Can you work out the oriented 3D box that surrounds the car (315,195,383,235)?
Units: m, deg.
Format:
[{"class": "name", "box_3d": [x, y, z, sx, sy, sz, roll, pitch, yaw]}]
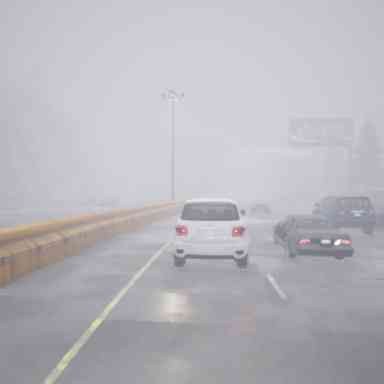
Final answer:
[{"class": "car", "box_3d": [8.530, 1.211, 19.145, 2.150, 2.045, 5.566, 0, 0, 7]}]

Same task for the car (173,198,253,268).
[{"class": "car", "box_3d": [0.695, 1.204, 11.487, 2.150, 2.045, 5.566, 0, 0, 5]}]

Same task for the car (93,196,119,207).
[{"class": "car", "box_3d": [-12.325, 1.444, 49.178, 1.837, 1.490, 4.892, 0, 0, 8]}]

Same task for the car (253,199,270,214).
[{"class": "car", "box_3d": [6.900, 1.486, 33.776, 1.812, 1.442, 4.674, 0, 0, 7]}]

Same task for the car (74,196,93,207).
[{"class": "car", "box_3d": [-15.794, 1.402, 49.638, 2.128, 1.511, 4.902, 0, 0, 8]}]

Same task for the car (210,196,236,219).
[{"class": "car", "box_3d": [2.821, 1.309, 29.493, 2.097, 1.767, 4.553, 0, 0, 7]}]

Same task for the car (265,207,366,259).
[{"class": "car", "box_3d": [4.251, 1.537, 12.510, 2.033, 1.411, 5.357, 0, 0, 5]}]
